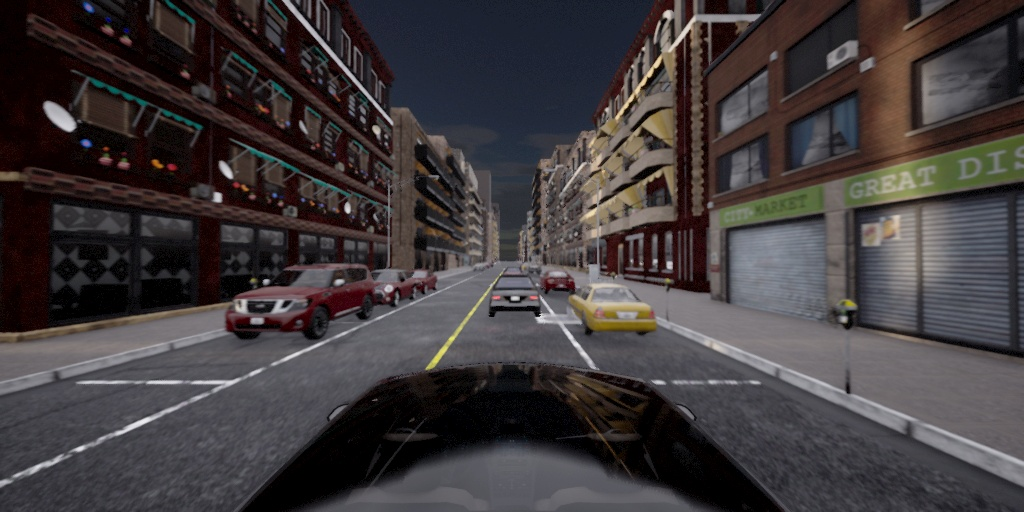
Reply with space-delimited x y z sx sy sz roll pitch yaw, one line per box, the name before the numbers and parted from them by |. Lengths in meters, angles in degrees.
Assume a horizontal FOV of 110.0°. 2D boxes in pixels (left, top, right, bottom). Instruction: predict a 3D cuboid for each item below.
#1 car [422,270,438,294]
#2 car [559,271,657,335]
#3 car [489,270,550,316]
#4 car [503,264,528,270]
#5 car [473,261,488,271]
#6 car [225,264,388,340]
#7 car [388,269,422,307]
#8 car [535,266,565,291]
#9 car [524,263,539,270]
car | -5.696 1.499 21.788 1.888 1.381 4.507 0 0 0
car | 2.687 1.366 10.683 1.751 1.417 4.829 0 0 0
car | 0.099 1.421 13.890 2.033 1.411 5.357 0 -1 0
car | 0.095 1.615 31.332 1.994 1.385 4.181 0 -1 0
car | -5.703 1.903 61.238 2.007 1.370 4.403 0 0 0
car | -5.694 1.154 10.515 2.192 1.841 5.009 0 0 0
car | -5.695 1.336 16.150 1.967 1.591 4.097 0 0 0
car | 2.685 1.500 21.785 1.888 1.381 4.507 0 0 0
car | 2.681 1.734 44.328 2.007 1.370 4.403 0 0 0
